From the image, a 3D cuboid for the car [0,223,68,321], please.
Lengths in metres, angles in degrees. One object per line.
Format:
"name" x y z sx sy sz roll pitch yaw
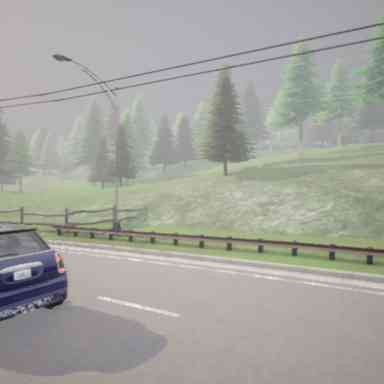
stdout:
"car" -4.634 1.394 6.593 4.553 1.767 2.097 0 0 31
